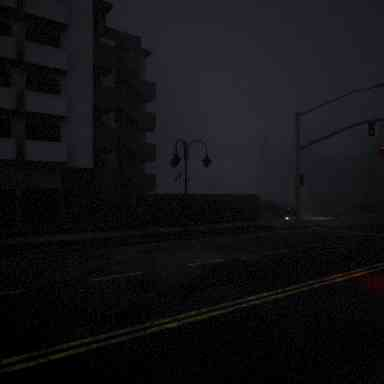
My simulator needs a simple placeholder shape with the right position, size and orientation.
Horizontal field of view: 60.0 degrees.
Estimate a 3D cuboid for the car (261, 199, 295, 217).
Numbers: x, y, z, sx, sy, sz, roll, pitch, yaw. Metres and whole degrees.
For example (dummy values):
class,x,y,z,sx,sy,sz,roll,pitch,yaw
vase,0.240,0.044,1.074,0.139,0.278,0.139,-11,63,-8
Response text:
class,x,y,z,sx,sy,sz,roll,pitch,yaw
car,7.818,1.478,32.198,1.882,1.535,5.008,0,0,-38
